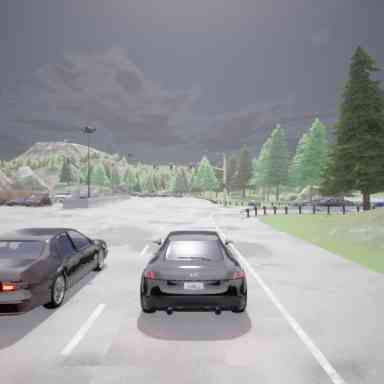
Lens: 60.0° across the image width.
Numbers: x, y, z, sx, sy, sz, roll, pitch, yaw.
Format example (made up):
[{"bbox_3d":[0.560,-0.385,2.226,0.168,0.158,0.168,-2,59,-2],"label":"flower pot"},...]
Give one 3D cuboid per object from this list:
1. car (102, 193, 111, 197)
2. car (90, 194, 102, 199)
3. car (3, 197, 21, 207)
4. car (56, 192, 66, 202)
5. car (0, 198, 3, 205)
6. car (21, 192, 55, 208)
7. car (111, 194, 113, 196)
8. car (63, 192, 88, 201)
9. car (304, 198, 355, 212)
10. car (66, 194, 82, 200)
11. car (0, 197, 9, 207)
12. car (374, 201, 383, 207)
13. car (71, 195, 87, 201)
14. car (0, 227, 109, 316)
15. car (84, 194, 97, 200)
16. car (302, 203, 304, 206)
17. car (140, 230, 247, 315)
[{"bbox_3d":[-21.819,1.237,80.863,1.812,1.442,4.674,0,0,-1],"label":"car"},{"bbox_3d":[-21.696,1.278,71.793,2.128,1.511,4.902,0,0,-1],"label":"car"},{"bbox_3d":[-25.043,1.421,48.543,1.994,1.385,4.181,0,0,0],"label":"car"},{"bbox_3d":[-25.122,1.006,64.748,2.150,2.045,5.566,0,0,-1],"label":"car"},{"bbox_3d":[-6.945,1.221,7.587,2.150,2.045,5.566,0,0,-2],"label":"car"},{"bbox_3d":[-21.528,1.216,46.698,2.097,1.767,4.553,0,0,-1],"label":"car"},{"bbox_3d":[-22.746,1.206,91.345,2.033,1.411,5.357,0,0,-7],"label":"car"},{"bbox_3d":[-21.635,1.287,62.352,2.128,1.511,4.902,0,0,0],"label":"car"},{"bbox_3d":[15.656,1.398,37.531,4.902,1.511,2.128,0,0,7],"label":"car"},{"bbox_3d":[-28.833,1.235,81.431,2.128,1.511,4.902,0,0,-1],"label":"car"},{"bbox_3d":[-28.536,1.423,48.002,1.994,1.385,4.181,0,0,0],"label":"car"},{"bbox_3d":[24.476,1.374,39.637,5.008,1.535,1.882,0,0,13],"label":"car"},{"bbox_3d":[-25.224,1.337,74.426,1.895,1.301,4.718,0,0,-1],"label":"car"},{"bbox_3d":[-3.469,1.547,7.798,2.033,1.411,5.357,0,0,0],"label":"car"},{"bbox_3d":[-25.373,1.256,82.967,1.994,1.385,4.181,0,0,-1],"label":"car"},{"bbox_3d":[15.730,1.454,41.052,4.181,1.385,1.994,0,0,7],"label":"car"},{"bbox_3d":[0.030,1.563,7.649,1.994,1.385,4.181,0,0,0],"label":"car"}]
